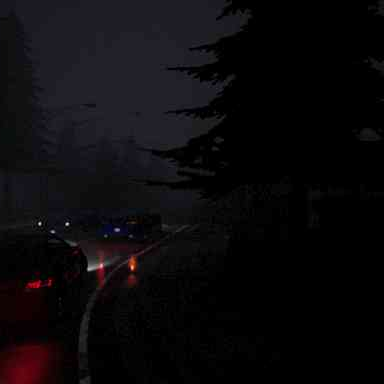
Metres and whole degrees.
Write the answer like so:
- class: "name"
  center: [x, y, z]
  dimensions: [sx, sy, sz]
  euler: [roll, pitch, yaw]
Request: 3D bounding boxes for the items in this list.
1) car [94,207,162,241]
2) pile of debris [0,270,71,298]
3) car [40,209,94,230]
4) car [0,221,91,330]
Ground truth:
- class: "car"
  center: [-2.879, 1.495, 16.857]
  dimensions: [1.882, 1.535, 5.008]
  euler: [0, 0, 8]
- class: "pile of debris"
  center: [-3.956, 2.185, 8.018]
  dimensions: [1.500, 0.140, 1.860]
  euler: [0, 0, -4]
- class: "car"
  center: [-6.348, 1.624, 18.153]
  dimensions: [1.895, 1.301, 4.718]
  euler: [0, 0, 9]
- class: "car"
  center: [-3.470, 1.567, 6.968]
  dimensions: [1.994, 1.385, 4.181]
  euler: [0, 0, -11]
